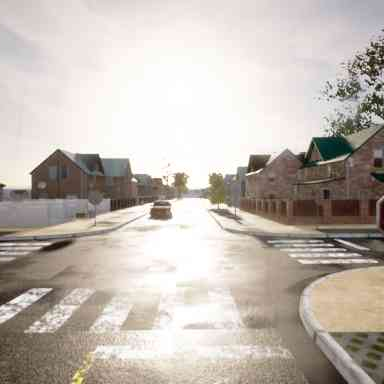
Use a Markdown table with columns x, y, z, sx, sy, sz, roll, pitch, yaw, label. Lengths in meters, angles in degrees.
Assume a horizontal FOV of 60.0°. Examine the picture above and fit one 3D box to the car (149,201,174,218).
| x | y | z | sx | sy | sz | roll | pitch | yaw | label |
| --- | --- | --- | --- | --- | --- | --- | --- | --- | --- |
| -2.729 | 1.530 | 30.461 | 1.882 | 1.535 | 5.008 | 0 | 0 | 0 | car |
